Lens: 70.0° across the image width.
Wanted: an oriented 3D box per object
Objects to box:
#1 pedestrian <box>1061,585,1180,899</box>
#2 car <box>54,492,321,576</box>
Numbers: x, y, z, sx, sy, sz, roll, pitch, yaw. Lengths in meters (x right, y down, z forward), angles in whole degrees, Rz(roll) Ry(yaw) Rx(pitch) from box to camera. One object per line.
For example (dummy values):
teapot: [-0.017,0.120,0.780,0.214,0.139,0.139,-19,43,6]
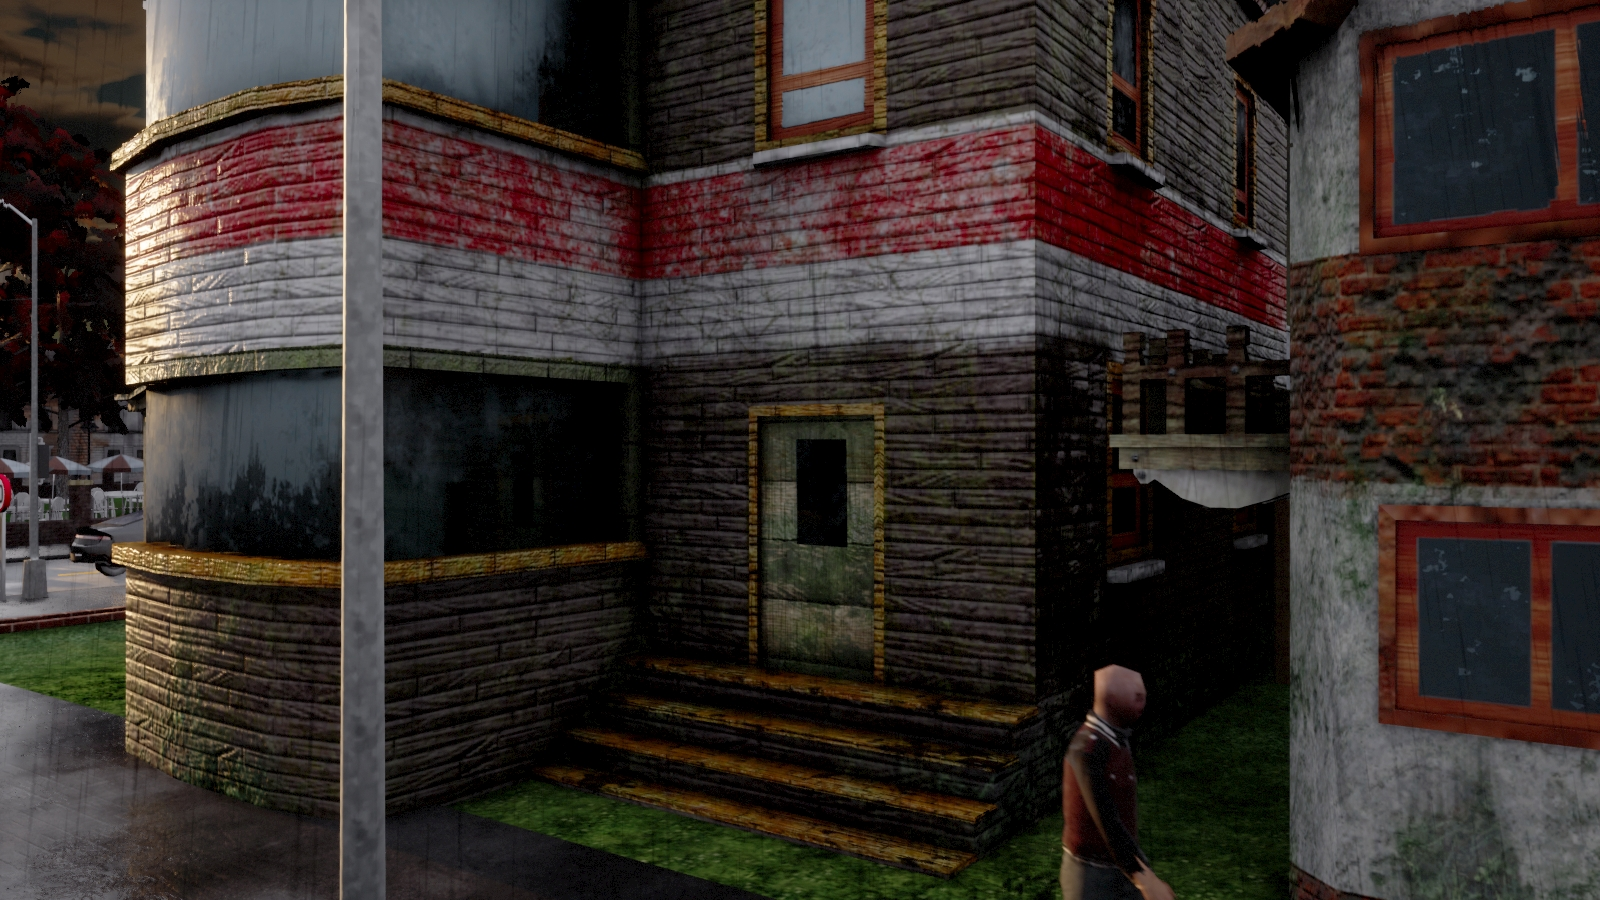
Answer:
pedestrian: [1.339,1.523,4.769,0.375,1.860,0.375,0,0,35]
car: [-13.748,1.817,25.958,2.128,1.511,4.902,0,0,34]
